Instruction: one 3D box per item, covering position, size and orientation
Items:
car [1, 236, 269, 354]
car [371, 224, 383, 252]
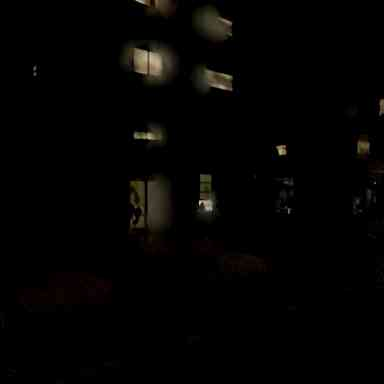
[{"bbox_3d":[-0.686,1.523,6.069,4.829,1.417,1.752,0,0,-35],"label":"car"},{"bbox_3d":[8.461,1.541,12.566,4.403,1.369,2.008,0,0,-35],"label":"car"}]
